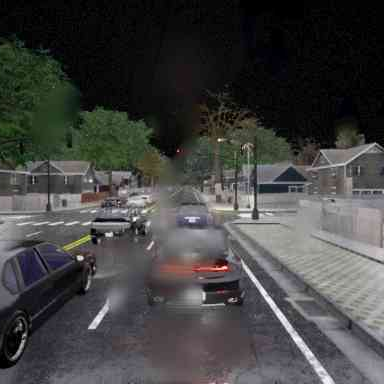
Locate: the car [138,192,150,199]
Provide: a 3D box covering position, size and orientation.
[{"bbox_3d":[-10.155,0.798,70.419,1.994,1.385,4.181,0,1,0],"label":"car"}]

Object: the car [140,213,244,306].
[{"bbox_3d":[0.063,1.489,7.987,1.837,1.490,4.892,0,0,0],"label":"car"}]

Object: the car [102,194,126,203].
[{"bbox_3d":[-10.087,1.280,42.109,1.994,1.385,4.181,0,1,0],"label":"car"}]

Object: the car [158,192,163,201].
[{"bbox_3d":[-6.914,0.728,64.934,2.097,1.767,4.553,0,1,0],"label":"car"}]

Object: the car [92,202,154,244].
[{"bbox_3d":[-3.235,1.439,15.396,2.128,1.511,4.902,0,0,0],"label":"car"}]

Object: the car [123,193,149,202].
[{"bbox_3d":[-6.822,1.252,41.030,1.812,1.442,4.674,0,1,0],"label":"car"}]

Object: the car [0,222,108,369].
[{"bbox_3d":[-3.172,1.539,5.642,2.033,1.411,5.357,0,0,0],"label":"car"}]

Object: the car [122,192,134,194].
[{"bbox_3d":[-10.129,0.979,50.796,2.097,1.767,4.553,0,1,0],"label":"car"}]

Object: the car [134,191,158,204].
[{"bbox_3d":[-6.879,0.850,50.708,2.150,2.045,5.566,0,1,0],"label":"car"}]

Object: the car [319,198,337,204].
[{"bbox_3d":[12.417,1.267,30.852,4.674,1.442,1.812,0,1,-3],"label":"car"}]

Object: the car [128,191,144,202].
[{"bbox_3d":[-10.165,0.816,60.727,2.097,1.767,4.553,0,1,0],"label":"car"}]

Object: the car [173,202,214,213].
[{"bbox_3d":[0.073,1.289,17.052,2.097,1.767,4.553,0,0,2],"label":"car"}]
